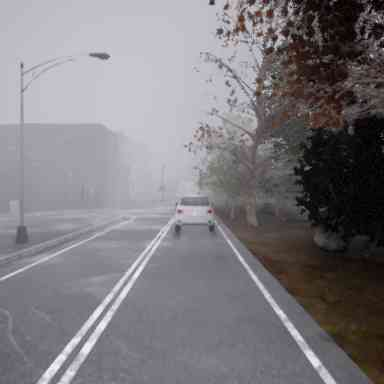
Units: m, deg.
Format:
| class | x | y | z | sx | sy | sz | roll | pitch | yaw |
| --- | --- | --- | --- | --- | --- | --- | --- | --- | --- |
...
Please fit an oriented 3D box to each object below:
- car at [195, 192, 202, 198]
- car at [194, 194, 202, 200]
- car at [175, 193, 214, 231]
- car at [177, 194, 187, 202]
| class | x | y | z | sx | sy | sz | roll | pitch | yaw |
| --- | --- | --- | --- | --- | --- | --- | --- | --- | --- |
| car | 1.823 | 0.872 | 91.254 | 1.837 | 1.490 | 4.892 | 0 | 1 | 2 |
| car | 1.518 | 1.202 | 81.285 | 1.895 | 1.301 | 4.718 | 0 | 1 | 2 |
| car | 0.169 | 1.185 | 20.354 | 2.150 | 2.045 | 5.566 | 0 | 0 | 0 |
| car | -2.083 | 1.224 | 70.342 | 1.812 | 1.442 | 4.674 | 0 | 0 | 2 |
